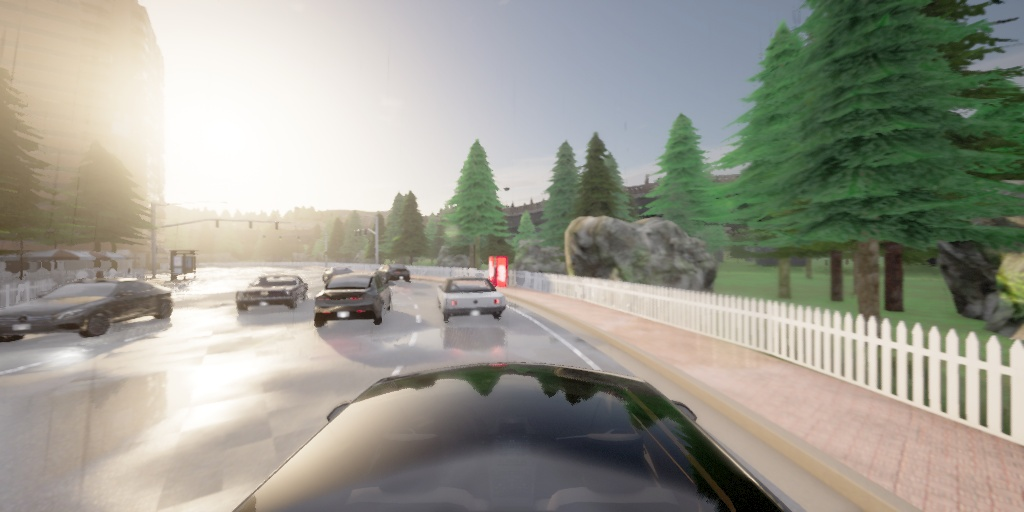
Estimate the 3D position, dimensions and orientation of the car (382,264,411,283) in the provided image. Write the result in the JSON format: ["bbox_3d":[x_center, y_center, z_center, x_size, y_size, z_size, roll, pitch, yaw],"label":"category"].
[{"bbox_3d":[-9.641,1.394,28.829,1.837,1.490,4.892,0,0,-34],"label":"car"}]

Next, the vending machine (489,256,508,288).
[{"bbox_3d":[-0.820,0.992,22.088,1.100,2.100,0.880,0,0,-25],"label":"vending machine"}]

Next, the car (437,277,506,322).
[{"bbox_3d":[-1.615,1.386,12.595,1.895,1.301,4.718,0,0,-14],"label":"car"}]

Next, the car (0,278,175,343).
[{"bbox_3d":[-12.084,1.403,10.549,1.812,1.442,4.674,0,0,-17],"label":"car"}]

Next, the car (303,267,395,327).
[{"bbox_3d":[-5.161,1.324,12.062,1.837,1.490,4.892,0,0,-14],"label":"car"}]

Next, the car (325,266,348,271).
[{"bbox_3d":[-13.718,1.490,28.528,1.994,1.385,4.181,0,0,-35],"label":"car"}]

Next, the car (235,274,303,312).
[{"bbox_3d":[-9.957,1.467,15.211,1.895,1.301,4.718,0,0,-23],"label":"car"}]
